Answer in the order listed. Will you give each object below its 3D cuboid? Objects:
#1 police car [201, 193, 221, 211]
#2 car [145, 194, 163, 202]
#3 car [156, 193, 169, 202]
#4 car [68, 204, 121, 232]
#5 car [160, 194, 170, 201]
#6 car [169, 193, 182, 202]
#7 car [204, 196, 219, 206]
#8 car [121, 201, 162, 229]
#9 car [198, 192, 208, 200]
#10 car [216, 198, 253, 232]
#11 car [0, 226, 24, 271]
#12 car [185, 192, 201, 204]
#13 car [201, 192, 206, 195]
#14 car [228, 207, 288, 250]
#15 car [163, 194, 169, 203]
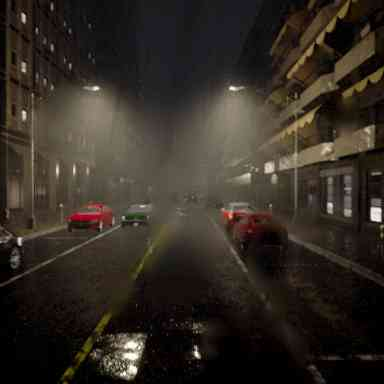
[{"bbox_3d":[2.376,1.201,36.993,1.930,1.638,5.238,0,0,0],"label":"police car"},{"bbox_3d":[-5.678,1.282,47.471,1.947,1.339,4.313,0,0,0],"label":"car"},{"bbox_3d":[-5.674,1.064,64.417,1.967,1.590,4.097,0,0,0],"label":"car"},{"bbox_3d":[-5.684,1.426,19.229,1.887,1.381,4.507,0,0,0],"label":"car"},{"bbox_3d":[-5.673,1.120,69.895,1.752,1.417,4.829,0,0,0],"label":"car"},{"bbox_3d":[-3.024,0.989,61.953,2.097,1.767,4.553,0,0,1],"label":"car"},{"bbox_3d":[2.703,1.282,47.469,1.947,1.339,4.313,0,0,0],"label":"car"},{"bbox_3d":[-3.098,1.474,20.634,1.895,1.301,4.718,0,0,0],"label":"car"},{"bbox_3d":[2.711,0.850,81.359,2.192,1.841,5.009,0,0,0],"label":"car"},{"bbox_3d":[2.696,1.322,19.227,1.967,1.590,4.097,0,0,0],"label":"car"},{"bbox_3d":[-5.687,1.501,7.932,2.008,1.369,4.403,0,0,0],"label":"car"},{"bbox_3d":[0.015,1.185,54.038,1.837,1.490,4.892,0,0,0],"label":"car"},{"bbox_3d":[2.705,1.205,58.767,2.008,1.369,4.403,0,0,0],"label":"car"},{"bbox_3d":[2.695,1.498,13.579,1.802,1.307,4.206,0,0,0],"label":"car"},{"bbox_3d":[-5.675,1.205,58.768,2.008,1.369,4.403,0,0,0],"label":"car"}]
